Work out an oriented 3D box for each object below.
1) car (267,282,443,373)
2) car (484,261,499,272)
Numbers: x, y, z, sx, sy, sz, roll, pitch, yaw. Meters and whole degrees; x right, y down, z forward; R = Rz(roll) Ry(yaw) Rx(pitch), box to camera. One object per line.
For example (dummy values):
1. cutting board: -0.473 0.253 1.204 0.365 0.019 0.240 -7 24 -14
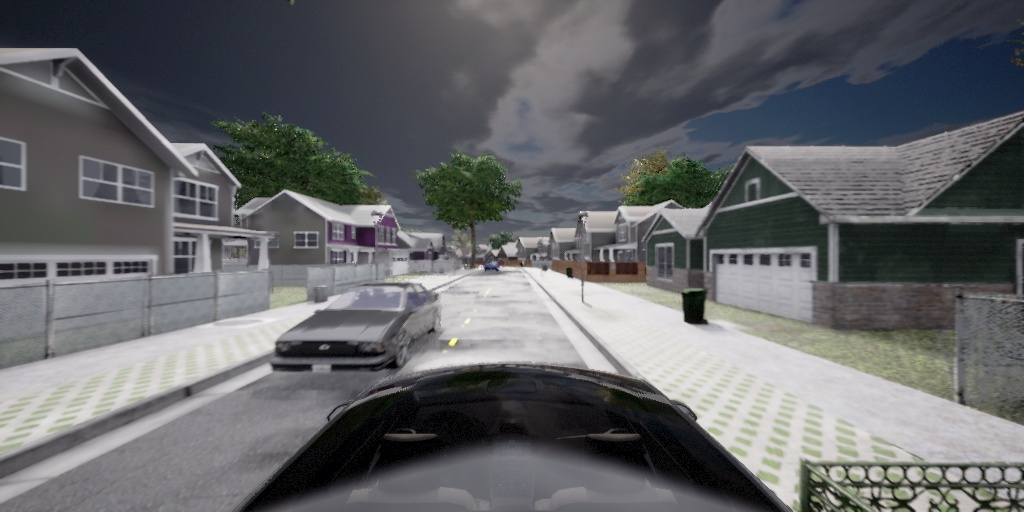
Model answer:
1. car: -2.850 1.302 8.034 2.033 1.411 5.357 0 0 0
2. car: -2.834 1.383 49.761 1.882 1.535 5.008 0 0 0
